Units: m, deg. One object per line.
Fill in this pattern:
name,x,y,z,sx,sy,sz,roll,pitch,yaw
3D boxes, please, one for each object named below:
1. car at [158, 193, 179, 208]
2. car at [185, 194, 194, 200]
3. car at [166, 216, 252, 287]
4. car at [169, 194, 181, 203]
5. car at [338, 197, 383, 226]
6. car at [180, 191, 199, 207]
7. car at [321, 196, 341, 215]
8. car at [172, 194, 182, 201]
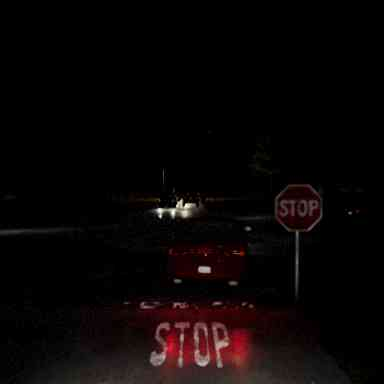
car,-3.042,1.072,41.878,2.097,1.767,4.553,0,0,-1
car,-0.480,1.107,73.995,1.994,1.385,4.181,0,0,0
car,0.613,1.410,9.245,1.882,1.535,5.008,0,1,8
car,-3.161,1.176,61.248,1.994,1.385,4.181,0,0,0
car,11.287,1.169,19.533,4.181,1.385,1.994,-1,2,0
car,-0.183,0.916,45.915,2.150,2.045,5.566,0,0,0
car,9.389,1.026,23.682,4.902,1.511,2.128,-1,2,8
car,-3.216,1.074,71.655,2.033,1.411,5.357,0,0,0
